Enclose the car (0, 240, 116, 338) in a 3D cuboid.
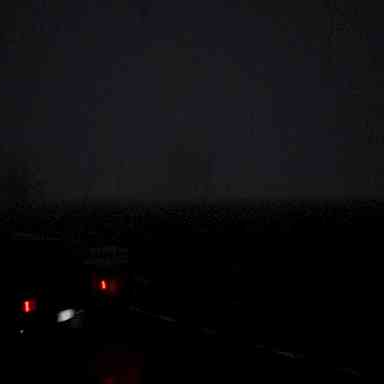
[{"bbox_3d":[-3.727,1.601,6.414,4.718,1.301,1.895,0,0,36],"label":"car"}]
